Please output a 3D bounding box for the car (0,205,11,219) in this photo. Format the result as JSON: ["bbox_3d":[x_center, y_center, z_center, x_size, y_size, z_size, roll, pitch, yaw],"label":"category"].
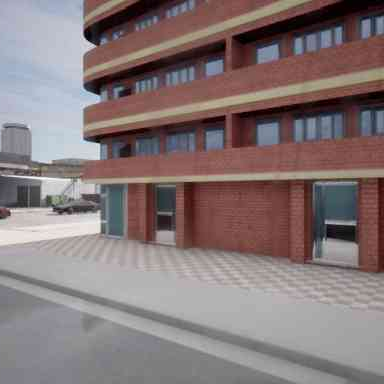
[{"bbox_3d":[-17.040,1.564,26.903,1.994,1.385,4.181,0,0,34],"label":"car"}]

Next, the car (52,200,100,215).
[{"bbox_3d":[-11.730,1.547,34.630,2.033,1.411,5.357,0,0,34],"label":"car"}]
